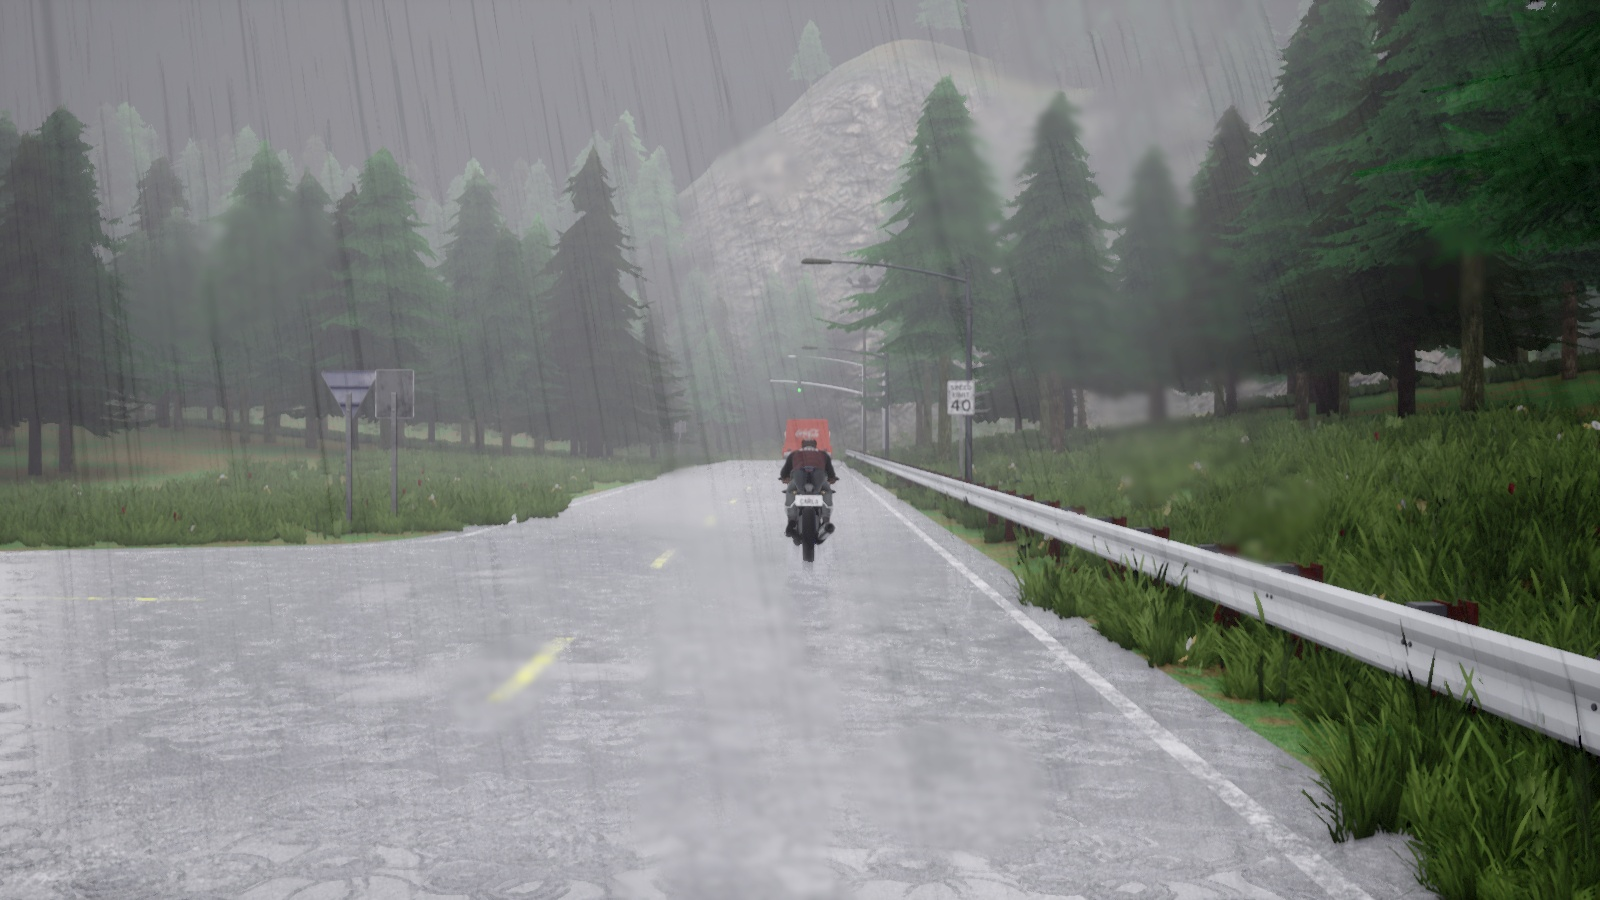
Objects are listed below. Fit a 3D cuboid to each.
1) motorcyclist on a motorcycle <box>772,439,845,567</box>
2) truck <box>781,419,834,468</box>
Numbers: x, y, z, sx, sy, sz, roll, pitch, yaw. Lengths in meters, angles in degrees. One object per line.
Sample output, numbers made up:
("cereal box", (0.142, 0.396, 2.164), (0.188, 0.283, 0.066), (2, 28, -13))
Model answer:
("motorcyclist on a motorcycle", (0.110, 0.625, 16.112), (0.866, 1.530, 2.191), (0, 1, 0))
("truck", (0.395, -0.337, 65.476), (2.627, 2.467, 5.204), (0, 0, 0))
